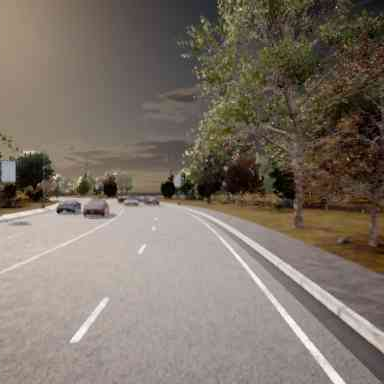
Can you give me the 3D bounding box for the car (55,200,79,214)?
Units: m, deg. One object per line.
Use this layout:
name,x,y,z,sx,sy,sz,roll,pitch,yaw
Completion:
car,-12.897,1.530,35.268,2.033,1.411,5.357,0,0,-8

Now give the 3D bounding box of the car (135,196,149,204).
car,-9.795,1.468,65.141,1.812,1.442,4.674,0,0,-22

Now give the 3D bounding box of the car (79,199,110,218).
car,-8.772,1.467,30.773,1.882,1.535,5.008,0,0,-7

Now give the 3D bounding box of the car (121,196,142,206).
car,-9.876,1.561,54.115,1.895,1.301,4.718,0,0,-18

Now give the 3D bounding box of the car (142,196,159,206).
car,-6.704,1.487,55.714,1.812,1.442,4.674,0,0,-18

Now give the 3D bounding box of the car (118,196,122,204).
car,-13.047,1.421,63.843,1.882,1.535,5.008,0,0,-22
